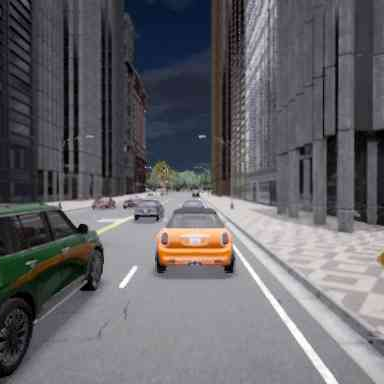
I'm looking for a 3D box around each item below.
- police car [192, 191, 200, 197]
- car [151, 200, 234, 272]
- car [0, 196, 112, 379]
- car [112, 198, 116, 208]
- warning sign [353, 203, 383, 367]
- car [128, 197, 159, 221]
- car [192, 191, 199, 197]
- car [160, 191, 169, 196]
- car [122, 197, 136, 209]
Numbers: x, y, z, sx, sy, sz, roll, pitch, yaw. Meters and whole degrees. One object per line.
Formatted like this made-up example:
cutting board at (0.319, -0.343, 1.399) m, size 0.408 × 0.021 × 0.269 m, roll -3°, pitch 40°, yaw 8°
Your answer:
police car at (1.006, 0.700, 84.125) m, size 1.930 × 1.638 × 5.238 m, roll 0°, pitch 1°, yaw 0°
car at (0.085, 1.258, 10.656) m, size 2.097 × 1.767 × 4.553 m, roll 0°, pitch 0°, yaw 0°
car at (-3.188, 1.175, 5.581) m, size 2.150 × 2.045 × 5.566 m, roll 0°, pitch 1°, yaw 1°
car at (-9.829, 1.209, 37.362) m, size 1.812 × 1.442 × 4.674 m, roll 0°, pitch 0°, yaw 0°
warning sign at (2.853, 1.079, 4.015) m, size 1.300 × 1.860 × 1.060 m, roll 0°, pitch 1°, yaw 0°
car at (-3.155, 1.334, 25.121) m, size 2.033 × 1.411 × 5.357 m, roll 0°, pitch 1°, yaw 0°
car at (1.010, 0.640, 94.206) m, size 1.801 × 1.575 × 5.366 m, roll 0°, pitch 1°, yaw 0°
car at (-6.470, 0.409, 79.402) m, size 1.882 × 1.535 × 5.008 m, roll 0°, pitch 1°, yaw 0°
car at (-6.579, 1.244, 37.826) m, size 1.994 × 1.385 × 4.181 m, roll 0°, pitch 0°, yaw 0°
